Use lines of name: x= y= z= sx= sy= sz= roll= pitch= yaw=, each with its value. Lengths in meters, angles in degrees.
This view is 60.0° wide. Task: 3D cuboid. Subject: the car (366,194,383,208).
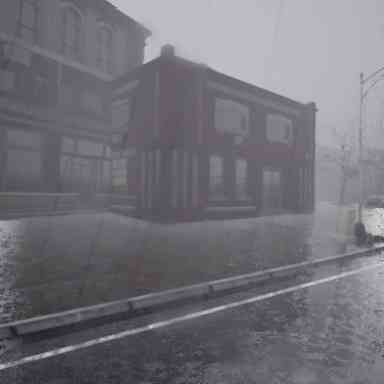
car: x=25.300 y=1.142 z=44.418 sx=2.097 sy=1.767 sz=4.553 roll=1 pitch=1 yaw=-2
